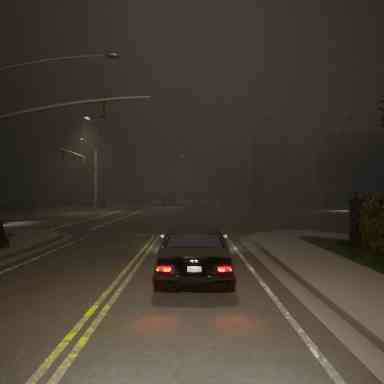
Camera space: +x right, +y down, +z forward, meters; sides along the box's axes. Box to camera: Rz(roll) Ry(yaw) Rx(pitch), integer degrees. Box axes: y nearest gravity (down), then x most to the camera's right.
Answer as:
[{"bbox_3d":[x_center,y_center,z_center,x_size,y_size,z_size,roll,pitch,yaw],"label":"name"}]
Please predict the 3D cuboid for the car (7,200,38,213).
[{"bbox_3d":[-20.261,1.679,38.390,4.674,1.442,1.812,-1,0,1],"label":"car"}]

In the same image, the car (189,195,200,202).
[{"bbox_3d":[0.535,1.527,79.015,2.033,1.411,5.357,0,0,12],"label":"car"}]

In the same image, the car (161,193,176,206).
[{"bbox_3d":[-3.733,1.221,54.016,2.150,2.045,5.566,0,0,0],"label":"car"}]

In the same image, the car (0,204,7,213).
[{"bbox_3d":[-16.713,1.612,24.318,4.892,1.490,1.837,-1,0,-1],"label":"car"}]

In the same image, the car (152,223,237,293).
[{"bbox_3d":[0.051,1.547,8.984,2.033,1.411,5.357,0,0,0],"label":"car"}]
